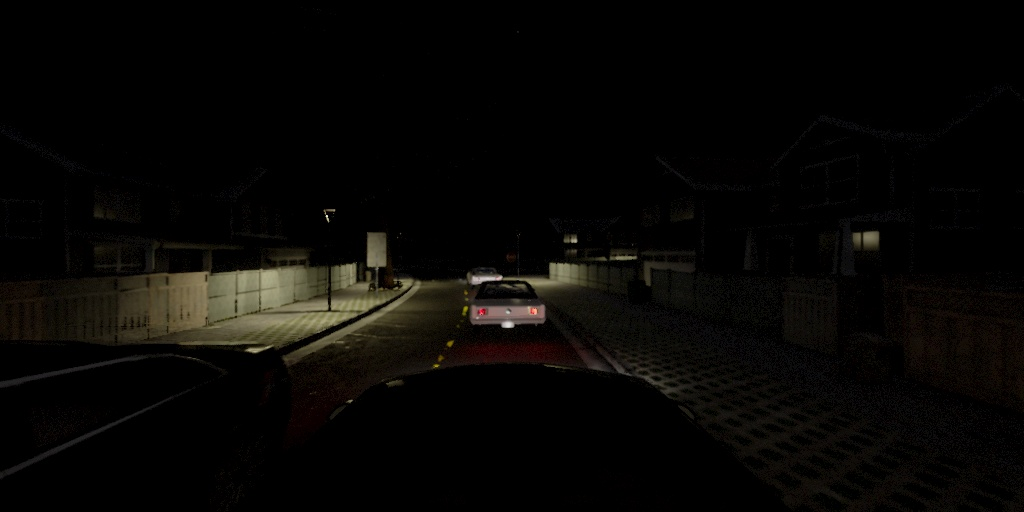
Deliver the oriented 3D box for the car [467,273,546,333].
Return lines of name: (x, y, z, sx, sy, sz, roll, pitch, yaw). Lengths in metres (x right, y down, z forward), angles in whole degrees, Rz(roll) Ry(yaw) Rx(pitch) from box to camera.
car: (-0.219, 1.369, 10.845, 1.895, 1.301, 4.718, 0, 0, -3)

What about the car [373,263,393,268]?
car: (-21.273, 1.173, 59.204, 2.097, 1.767, 4.553, 0, 0, -37)

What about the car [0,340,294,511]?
car: (-2.901, 1.241, 1.290, 2.128, 1.511, 4.902, 0, 0, -1)

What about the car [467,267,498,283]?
car: (-1.889, 1.383, 23.291, 1.895, 1.301, 4.718, 0, 0, -11)
